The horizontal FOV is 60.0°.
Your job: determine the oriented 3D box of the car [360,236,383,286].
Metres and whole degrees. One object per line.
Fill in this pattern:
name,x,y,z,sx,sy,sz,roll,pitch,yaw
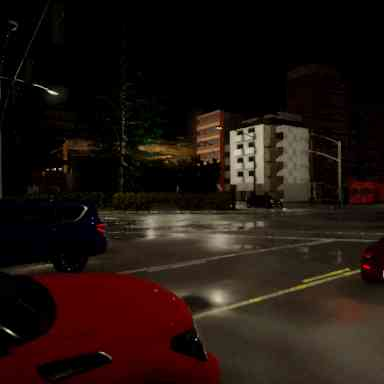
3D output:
car,5.818,1.454,7.914,4.674,1.442,1.812,-1,0,-35

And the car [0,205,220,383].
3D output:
car,-2.418,1.220,2.016,5.566,2.045,2.150,0,0,-35

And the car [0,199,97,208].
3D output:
car,-5.102,1.222,8.963,5.566,2.045,2.150,0,0,-36

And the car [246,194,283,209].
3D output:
car,8.532,1.028,39.292,2.097,1.767,4.553,-1,1,-35
